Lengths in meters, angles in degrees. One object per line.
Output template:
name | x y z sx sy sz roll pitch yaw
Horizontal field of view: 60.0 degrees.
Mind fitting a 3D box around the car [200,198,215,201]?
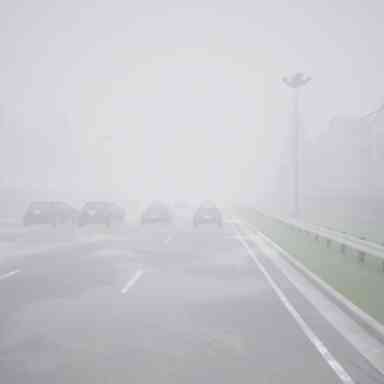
car | 2.114 1.522 45.938 2.128 1.511 4.902 0 0 3

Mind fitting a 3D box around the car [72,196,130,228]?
car | -5.964 1.354 22.469 2.097 1.767 4.553 0 0 3

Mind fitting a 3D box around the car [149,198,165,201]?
car | -4.900 1.509 45.890 2.128 1.511 4.902 0 0 3

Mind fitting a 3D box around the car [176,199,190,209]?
car | -1.355 1.625 46.641 1.895 1.301 4.718 0 0 3

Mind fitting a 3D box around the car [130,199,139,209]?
car | -8.369 1.612 46.607 1.895 1.301 4.718 0 0 3

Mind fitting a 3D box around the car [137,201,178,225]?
car | -2.387 1.572 23.967 1.994 1.385 4.181 0 0 3

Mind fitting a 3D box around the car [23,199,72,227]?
car | -9.454 1.348 22.746 2.097 1.767 4.553 0 0 3

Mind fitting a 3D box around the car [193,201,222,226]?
car | 1.101 1.579 23.618 1.994 1.385 4.181 0 0 3

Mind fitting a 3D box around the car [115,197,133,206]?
car | -11.415 1.611 55.994 1.895 1.301 4.718 0 0 3

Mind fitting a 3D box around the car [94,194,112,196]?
car | -11.929 1.225 45.587 2.150 2.045 5.566 0 0 3
